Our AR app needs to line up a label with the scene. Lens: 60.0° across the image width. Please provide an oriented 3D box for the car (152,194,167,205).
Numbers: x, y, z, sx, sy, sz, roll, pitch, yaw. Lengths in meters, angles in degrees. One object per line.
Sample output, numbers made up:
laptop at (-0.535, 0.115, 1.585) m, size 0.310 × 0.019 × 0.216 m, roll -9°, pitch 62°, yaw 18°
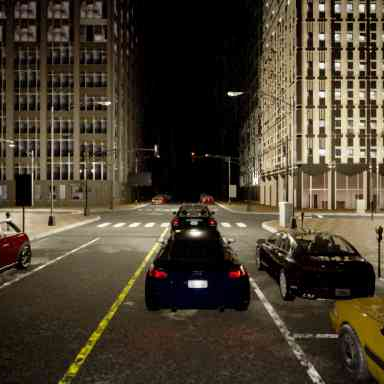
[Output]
car at (-5.813, 1.388, 57.358) m, size 1.967 × 1.590 × 4.097 m, roll 0°, pitch 0°, yaw 0°

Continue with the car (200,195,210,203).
car at (2.657, 1.363, 68.729) m, size 1.967 × 1.590 × 4.097 m, roll 0°, pitch 0°, yaw 0°

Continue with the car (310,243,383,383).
car at (2.690, 1.525, 2.603) m, size 1.752 × 1.417 × 4.829 m, roll 0°, pitch 0°, yaw 0°

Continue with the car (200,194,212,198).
car at (2.758, 1.388, 57.361) m, size 1.967 × 1.590 × 4.097 m, roll 0°, pitch 0°, yaw 0°

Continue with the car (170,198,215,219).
car at (0.090, 1.346, 16.390) m, size 2.097 × 1.767 × 4.553 m, roll 0°, pitch 0°, yaw 0°

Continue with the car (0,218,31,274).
car at (-5.693, 1.439, 8.095) m, size 1.967 × 1.590 × 4.097 m, roll 0°, pitch 0°, yaw 0°

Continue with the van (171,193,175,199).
van at (-5.729, 1.236, 80.099) m, size 1.690 × 1.788 × 3.998 m, roll 0°, pitch 0°, yaw 0°

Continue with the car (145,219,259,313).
car at (0.098, 1.563, 7.757) m, size 1.994 × 1.385 × 4.181 m, roll 0°, pitch 0°, yaw 0°

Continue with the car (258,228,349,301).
car at (2.687, 1.549, 8.101) m, size 2.008 × 1.369 × 4.403 m, roll 0°, pitch 0°, yaw 0°

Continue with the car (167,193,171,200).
car at (-5.749, 1.251, 63.044) m, size 2.192 × 1.841 × 5.009 m, roll 0°, pitch 0°, yaw 0°

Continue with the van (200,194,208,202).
van at (2.655, 1.250, 74.414) m, size 1.690 × 1.788 × 3.998 m, roll 0°, pitch 0°, yaw 0°
